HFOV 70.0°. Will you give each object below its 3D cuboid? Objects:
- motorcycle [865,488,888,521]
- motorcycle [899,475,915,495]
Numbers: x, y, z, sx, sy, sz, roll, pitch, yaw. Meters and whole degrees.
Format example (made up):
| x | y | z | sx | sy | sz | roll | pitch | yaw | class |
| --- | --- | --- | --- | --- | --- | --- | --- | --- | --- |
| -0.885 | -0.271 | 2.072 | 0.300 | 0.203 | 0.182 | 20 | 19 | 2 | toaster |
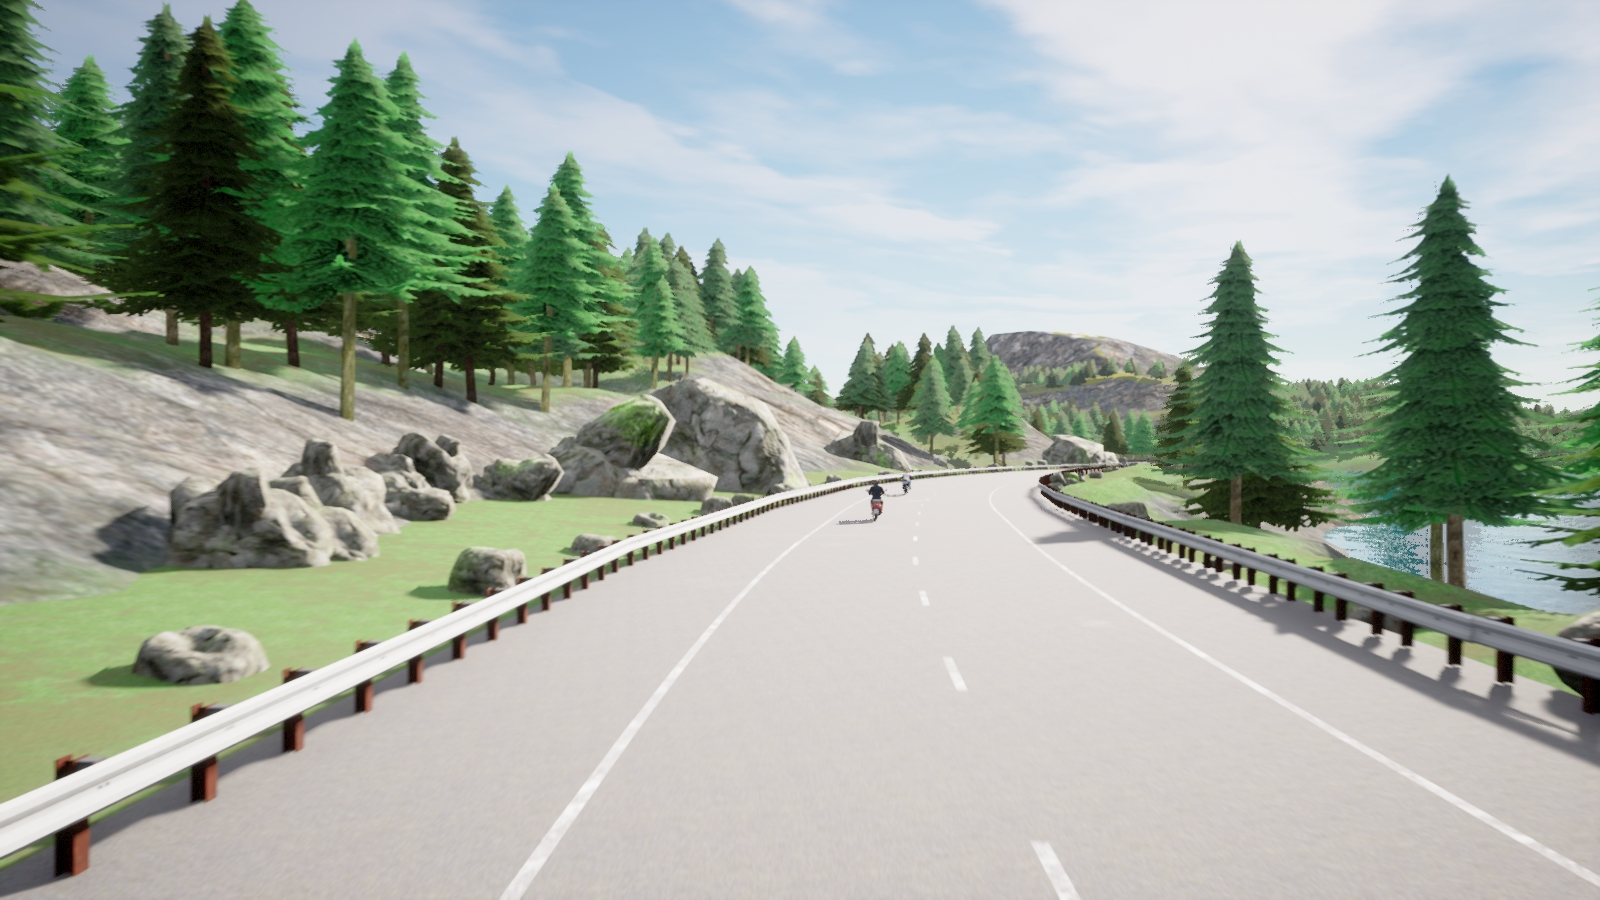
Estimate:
| x | y | z | sx | sy | sz | roll | pitch | yaw | class |
| --- | --- | --- | --- | --- | --- | --- | --- | --- | --- |
| 3.079 | 2.183 | 45.934 | 0.856 | 1.236 | 1.805 | 0 | 0 | 6 | motorcycle |
| 6.693 | 2.179 | 71.619 | 0.803 | 1.217 | 2.033 | 0 | 0 | 11 | motorcycle |
